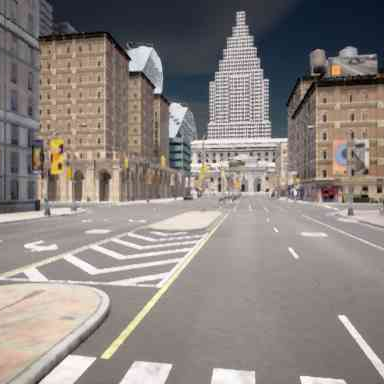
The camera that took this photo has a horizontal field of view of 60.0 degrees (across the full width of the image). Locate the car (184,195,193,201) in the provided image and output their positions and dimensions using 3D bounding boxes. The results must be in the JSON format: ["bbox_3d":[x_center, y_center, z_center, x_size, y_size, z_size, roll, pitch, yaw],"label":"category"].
[{"bbox_3d":[-0.923,1.563,85.445,1.895,1.301,4.718,0,0,9],"label":"car"}]
